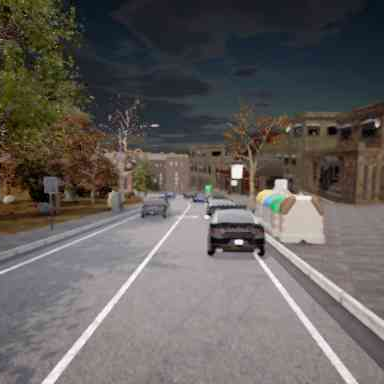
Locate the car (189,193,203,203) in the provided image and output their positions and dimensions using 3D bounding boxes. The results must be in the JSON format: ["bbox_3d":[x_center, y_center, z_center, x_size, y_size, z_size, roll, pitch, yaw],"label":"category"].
[{"bbox_3d":[1.127,0.900,50.491,1.994,1.385,4.181,0,1,-4],"label":"car"}]

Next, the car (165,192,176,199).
[{"bbox_3d":[-4.352,0.653,66.025,1.882,1.535,5.008,-1,1,-9],"label":"car"}]

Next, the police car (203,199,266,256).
[{"bbox_3d":[1.503,1.273,12.601,1.930,1.638,5.238,0,1,2],"label":"police car"}]

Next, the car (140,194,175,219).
[{"bbox_3d":[-2.658,1.160,25.294,1.837,1.490,4.892,0,1,2],"label":"car"}]

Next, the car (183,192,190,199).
[{"bbox_3d":[-0.552,0.743,64.838,1.895,1.301,4.718,-1,1,-10],"label":"car"}]

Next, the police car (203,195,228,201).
[{"bbox_3d":[1.898,1.145,22.641,1.930,1.638,5.238,0,1,2],"label":"police car"}]
